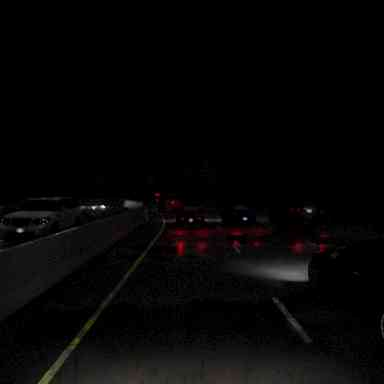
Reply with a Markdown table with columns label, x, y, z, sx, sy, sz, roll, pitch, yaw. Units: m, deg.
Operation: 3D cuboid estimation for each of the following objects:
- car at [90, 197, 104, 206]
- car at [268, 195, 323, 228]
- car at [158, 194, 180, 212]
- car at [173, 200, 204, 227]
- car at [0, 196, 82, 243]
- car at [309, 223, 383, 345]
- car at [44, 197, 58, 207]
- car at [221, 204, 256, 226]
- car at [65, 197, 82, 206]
| label | x | y | z | sx | sy | sz | roll | pitch | yaw |
| --- | --- | --- | --- | --- | --- | --- | --- | --- | --- |
| car | -16.283 | 1.660 | 56.990 | 1.837 | 1.490 | 4.892 | 0 | 0 | -25 |
| car | 6.849 | 1.240 | 22.549 | 2.150 | 2.045 | 5.566 | 0 | 0 | -3 |
| car | -2.793 | 1.285 | 40.226 | 2.150 | 2.045 | 5.566 | 0 | 0 | -14 |
| car | -0.196 | 1.546 | 22.774 | 1.812 | 1.442 | 4.674 | 0 | 0 | -3 |
| car | -7.148 | 1.232 | 16.457 | 2.150 | 2.045 | 5.566 | 0 | 0 | -1 |
| car | 3.604 | 1.527 | 5.797 | 1.812 | 1.442 | 4.674 | 0 | 0 | 0 |
| car | -24.609 | 1.669 | 58.045 | 1.882 | 1.535 | 5.008 | 0 | 0 | -28 |
| car | 3.260 | 1.547 | 23.630 | 1.812 | 1.442 | 4.674 | 0 | 0 | -3 |
| car | -20.861 | 1.673 | 58.450 | 2.128 | 1.511 | 4.902 | 0 | 0 | -27 |
